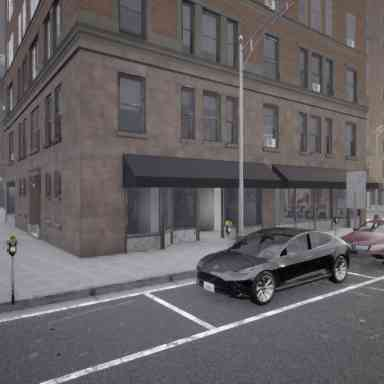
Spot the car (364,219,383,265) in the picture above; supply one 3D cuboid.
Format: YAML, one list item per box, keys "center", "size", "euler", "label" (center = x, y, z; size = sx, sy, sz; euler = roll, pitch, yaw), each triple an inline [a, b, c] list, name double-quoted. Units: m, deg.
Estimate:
- center: [6.577, 1.583, 11.293]
  size: [4.206, 1.307, 1.802]
  euler: [0, 0, -36]
  label: "car"

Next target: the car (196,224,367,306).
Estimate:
- center: [2.114, 1.566, 8.076]
  size: [4.313, 1.339, 1.947]
  euler: [0, 0, -36]
  label: "car"
